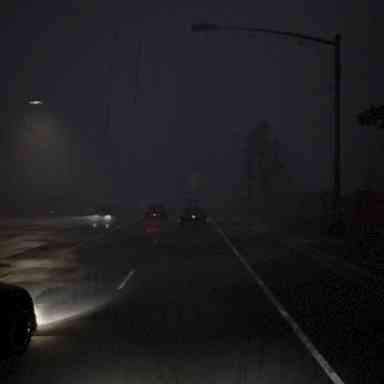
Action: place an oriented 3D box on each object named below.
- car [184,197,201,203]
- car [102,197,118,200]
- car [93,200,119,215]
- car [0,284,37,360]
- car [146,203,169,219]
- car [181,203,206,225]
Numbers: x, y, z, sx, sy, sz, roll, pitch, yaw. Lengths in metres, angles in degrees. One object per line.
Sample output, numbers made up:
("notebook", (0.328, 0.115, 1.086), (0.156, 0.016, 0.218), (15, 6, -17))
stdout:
("car", (0.121, 1.716, 46.861), (2.150, 2.045, 5.566), (0, 0, 0))
("car", (-14.002, 1.837, 56.910), (2.150, 2.045, 5.566), (0, -1, 1))
("car", (-10.566, 2.031, 40.855), (1.895, 1.301, 4.718), (0, -1, 0))
("car", (-3.397, 1.602, 3.478), (1.994, 1.385, 4.181), (0, -1, 0))
("car", (-3.385, 1.850, 32.616), (1.837, 1.490, 4.892), (0, 0, 0))
("car", (0.112, 1.847, 26.814), (1.994, 1.385, 4.181), (0, -1, 0))
